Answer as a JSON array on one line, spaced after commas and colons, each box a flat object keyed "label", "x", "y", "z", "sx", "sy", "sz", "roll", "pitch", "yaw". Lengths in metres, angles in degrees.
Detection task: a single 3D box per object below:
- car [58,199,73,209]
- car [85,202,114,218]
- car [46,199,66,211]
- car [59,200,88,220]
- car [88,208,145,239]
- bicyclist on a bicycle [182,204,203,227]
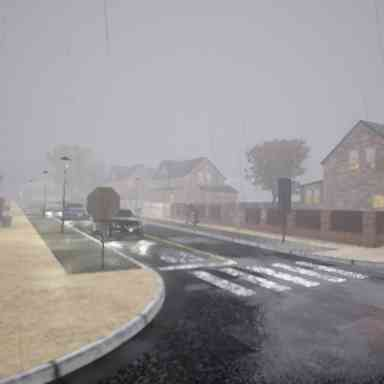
[{"label": "car", "x": -21.370, "y": 1.986, "z": 56.070, "sx": 1.812, "sy": 1.442, "sz": 4.674, "roll": 2, "pitch": -1, "yaw": -28}, {"label": "car", "x": -9.729, "y": 1.855, "z": 34.745, "sx": 1.812, "sy": 1.442, "sz": 4.674, "roll": 2, "pitch": -1, "yaw": -29}, {"label": "car", "x": -18.573, "y": 1.909, "z": 44.980, "sx": 1.895, "sy": 1.301, "sz": 4.718, "roll": 2, "pitch": -1, "yaw": -28}, {"label": "car", "x": -10.589, "y": 1.736, "z": 30.188, "sx": 1.812, "sy": 1.442, "sz": 4.674, "roll": 2, "pitch": -2, "yaw": -29}, {"label": "car", "x": -4.120, "y": 1.628, "z": 18.328, "sx": 1.837, "sy": 1.490, "sz": 4.892, "roll": 2, "pitch": -1, "yaw": -29}, {"label": "bicyclist on a bicycle", "x": 0.065, "y": 1.631, "z": 22.894, "sx": 1.656, "sy": 1.620, "sz": 0.582, "roll": 2, "pitch": -1, "yaw": -29}]
